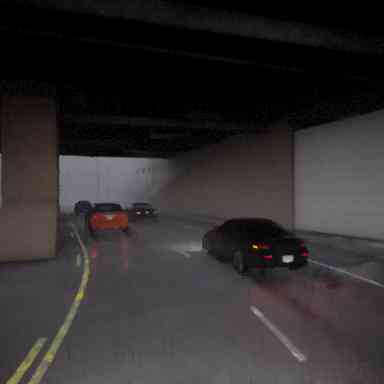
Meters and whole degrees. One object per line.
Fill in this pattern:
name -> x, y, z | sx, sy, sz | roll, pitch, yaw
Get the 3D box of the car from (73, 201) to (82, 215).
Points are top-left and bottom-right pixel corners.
car -> -11.761, 1.658, 36.375 | 1.812, 1.442, 4.674 | -1, 0, -22

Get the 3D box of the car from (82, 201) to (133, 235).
car -> -5.148, 1.411, 19.747 | 2.097, 1.767, 4.553 | -1, 0, -21

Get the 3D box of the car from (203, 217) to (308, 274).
car -> 1.782, 1.510, 10.522 | 1.812, 1.442, 4.674 | 0, 0, -15

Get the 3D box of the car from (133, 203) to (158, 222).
car -> -4.288, 1.600, 27.223 | 2.033, 1.411, 5.357 | -1, 0, -22
